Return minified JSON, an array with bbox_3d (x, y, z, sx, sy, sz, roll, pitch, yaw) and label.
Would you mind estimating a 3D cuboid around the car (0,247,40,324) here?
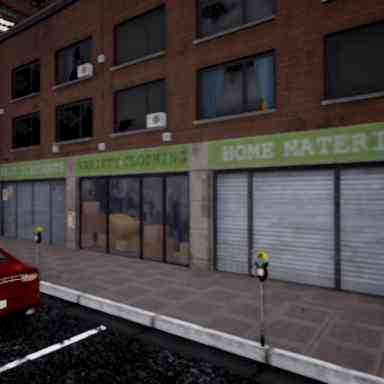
[{"bbox_3d":[-4.643,1.524,6.178,4.507,1.381,1.887,0,0,35],"label":"car"}]
